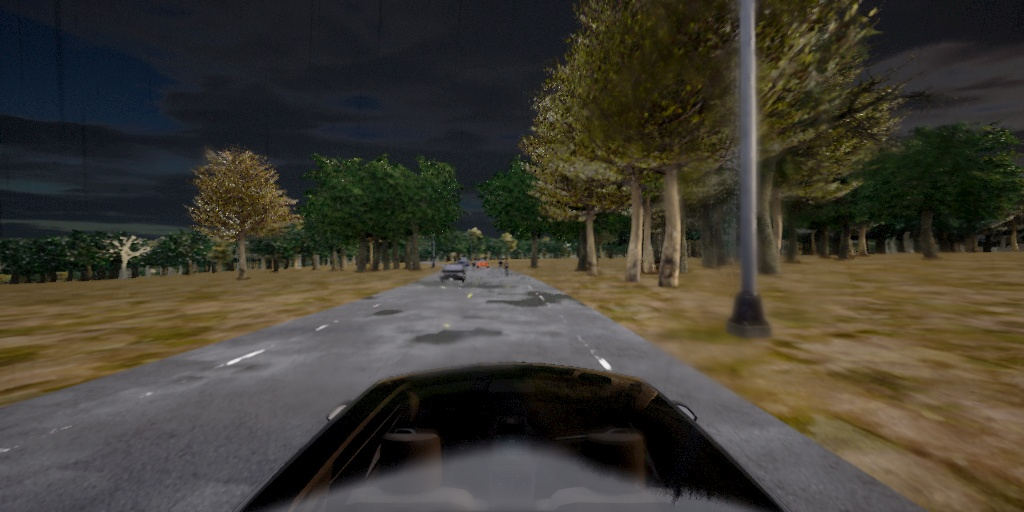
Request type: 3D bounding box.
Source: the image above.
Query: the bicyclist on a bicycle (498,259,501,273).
[{"bbox_3d":[-1.391,1.210,44.184,0.659,1.776,1.843,0,0,-6],"label":"bicyclist on a bicycle"}]

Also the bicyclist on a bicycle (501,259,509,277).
[{"bbox_3d":[-0.515,1.253,35.142,0.582,1.620,1.656,0,-1,-5],"label":"bicyclist on a bicycle"}]

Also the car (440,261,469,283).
[{"bbox_3d":[-4.596,1.333,28.833,2.033,1.411,5.357,0,0,-4],"label":"car"}]
